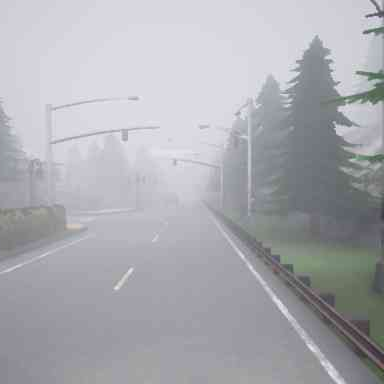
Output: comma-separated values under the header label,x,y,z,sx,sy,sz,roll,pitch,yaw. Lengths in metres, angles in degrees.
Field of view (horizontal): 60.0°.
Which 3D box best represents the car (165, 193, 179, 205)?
label,x,y,z,sx,sy,sz,roll,pitch,yaw
car,-3.500,1.123,59.047,2.150,2.045,5.566,0,0,0
